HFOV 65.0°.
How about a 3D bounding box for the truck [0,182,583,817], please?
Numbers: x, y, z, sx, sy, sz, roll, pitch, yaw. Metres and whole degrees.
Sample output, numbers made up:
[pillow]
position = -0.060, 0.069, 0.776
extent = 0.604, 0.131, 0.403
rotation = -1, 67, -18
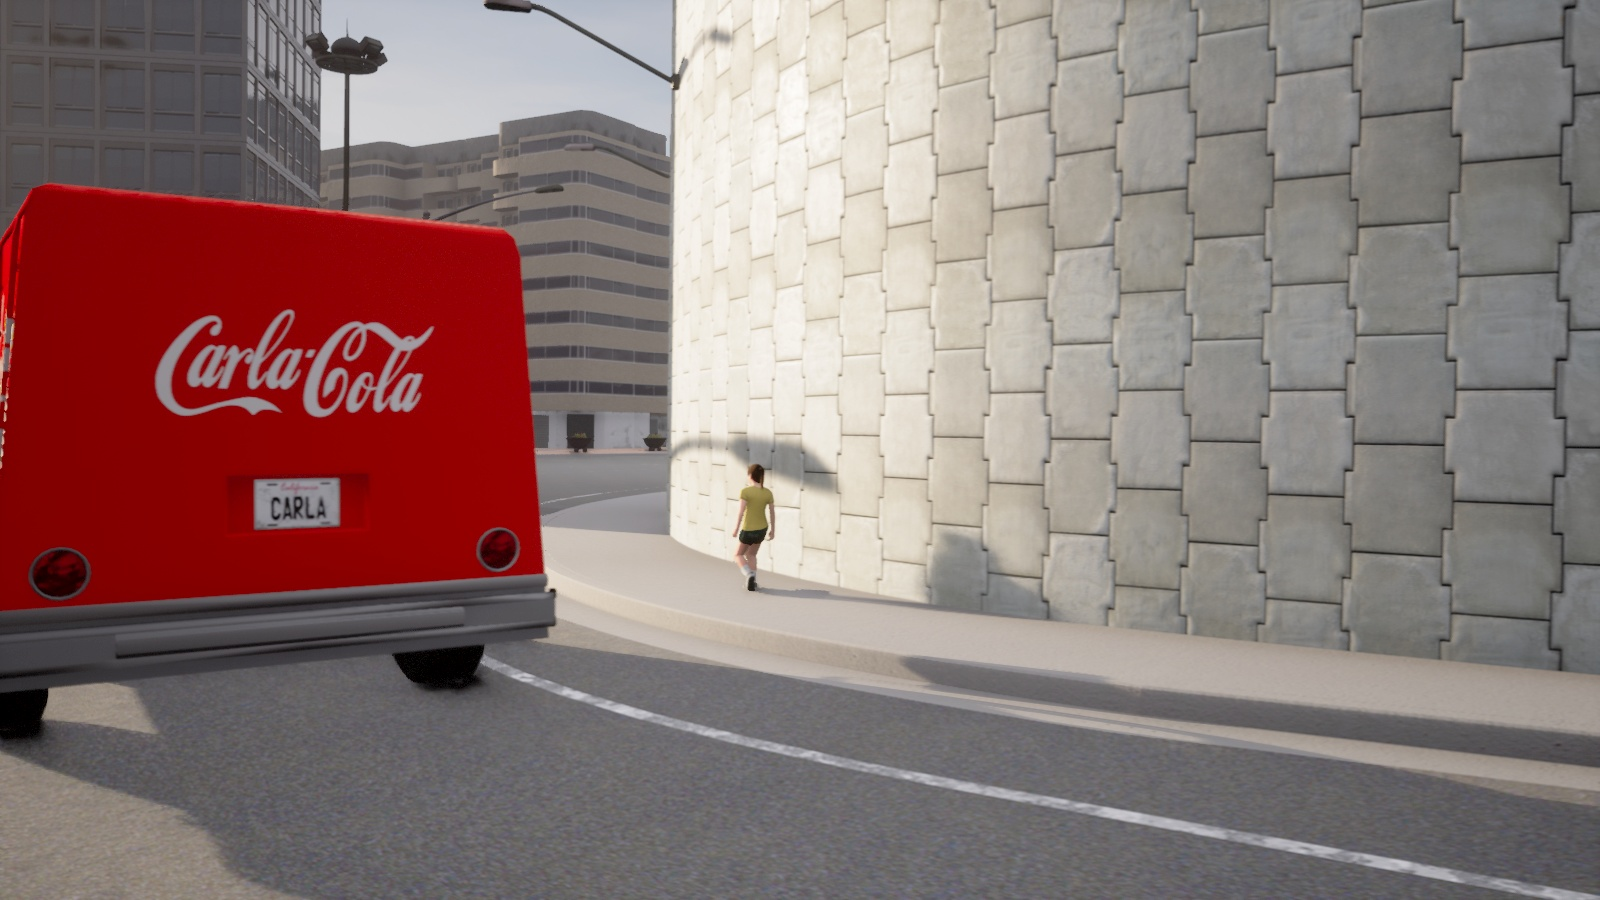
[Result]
[truck]
position = -3.663, 0.137, 7.657
extent = 2.627, 2.467, 5.204
rotation = -2, 2, -35

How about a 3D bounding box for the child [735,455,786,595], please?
[child]
position = -0.325, 0.599, 10.259
extent = 0.255, 1.110, 0.394
rotation = -1, 1, -30
